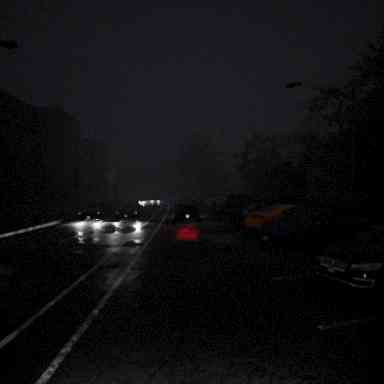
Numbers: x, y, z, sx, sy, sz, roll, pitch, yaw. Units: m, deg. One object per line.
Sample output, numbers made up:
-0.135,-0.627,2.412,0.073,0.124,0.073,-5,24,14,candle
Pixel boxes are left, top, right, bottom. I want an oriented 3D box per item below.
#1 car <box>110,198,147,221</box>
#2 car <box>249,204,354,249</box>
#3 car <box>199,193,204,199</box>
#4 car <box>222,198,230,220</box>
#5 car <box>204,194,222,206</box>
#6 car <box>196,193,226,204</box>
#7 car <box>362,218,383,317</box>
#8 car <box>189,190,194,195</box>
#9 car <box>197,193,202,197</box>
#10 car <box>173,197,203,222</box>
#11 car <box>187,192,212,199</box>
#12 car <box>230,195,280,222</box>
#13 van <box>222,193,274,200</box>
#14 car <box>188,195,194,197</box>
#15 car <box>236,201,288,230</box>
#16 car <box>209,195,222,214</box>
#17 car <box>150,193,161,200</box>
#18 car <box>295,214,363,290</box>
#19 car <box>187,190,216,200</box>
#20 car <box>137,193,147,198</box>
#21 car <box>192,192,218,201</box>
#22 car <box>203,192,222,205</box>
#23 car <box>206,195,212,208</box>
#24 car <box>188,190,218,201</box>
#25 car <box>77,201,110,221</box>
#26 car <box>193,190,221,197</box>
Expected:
-4.752,1.410,25.748,1.812,1.442,4.674,0,0,-2,car
5.144,1.439,13.968,4.792,1.488,2.163,1,1,-21,car
3.988,1.304,43.666,5.008,1.535,2.097,1,0,-24,car
4.951,1.372,22.886,5.008,1.535,2.097,1,0,-22,car
4.493,1.323,37.807,5.366,1.575,1.946,1,0,-23,car
3.164,1.053,55.520,4.553,1.767,2.185,0,1,-25,car
5.267,1.330,5.059,4.553,1.767,2.185,1,0,-21,car
2.939,0.871,58.479,5.566,2.045,2.435,0,2,-25,car
3.819,1.290,46.631,4.892,1.521,2.231,0,1,-24,car
-0.386,1.388,25.290,1.837,1.490,4.892,0,1,-2,car
1.623,0.727,73.301,4.892,1.521,2.231,0,1,-26,car
5.001,1.258,19.913,4.553,1.767,2.185,1,0,-22,car
4.952,1.137,25.908,4.442,1.987,1.878,1,0,-22,van
-1.179,1.394,42.162,1.994,1.385,4.181,0,0,-3,car
5.102,1.396,16.951,5.008,1.535,2.097,1,0,-22,car
4.614,1.342,31.792,5.008,1.535,2.097,1,0,-23,car
-7.327,0.955,67.270,1.994,1.385,4.181,0,2,-5,car
5.278,1.441,8.034,4.892,1.521,2.231,1,1,-21,car
1.944,0.559,70.352,5.566,2.045,2.435,0,1,-26,car
-10.172,0.903,67.670,2.128,1.511,4.902,0,2,-5,car
2.491,0.852,64.435,4.553,1.767,2.185,0,2,-25,car
4.193,1.189,40.705,4.553,1.767,2.185,1,0,-23,car
4.462,1.333,34.766,5.008,1.535,2.097,1,0,-23,car
2.174,0.643,67.360,5.566,2.045,2.435,0,2,-25,car
-7.579,1.432,26.625,2.033,1.411,5.357,0,0,-2,car
3.644,1.011,49.614,5.566,2.045,2.435,0,0,-24,car
